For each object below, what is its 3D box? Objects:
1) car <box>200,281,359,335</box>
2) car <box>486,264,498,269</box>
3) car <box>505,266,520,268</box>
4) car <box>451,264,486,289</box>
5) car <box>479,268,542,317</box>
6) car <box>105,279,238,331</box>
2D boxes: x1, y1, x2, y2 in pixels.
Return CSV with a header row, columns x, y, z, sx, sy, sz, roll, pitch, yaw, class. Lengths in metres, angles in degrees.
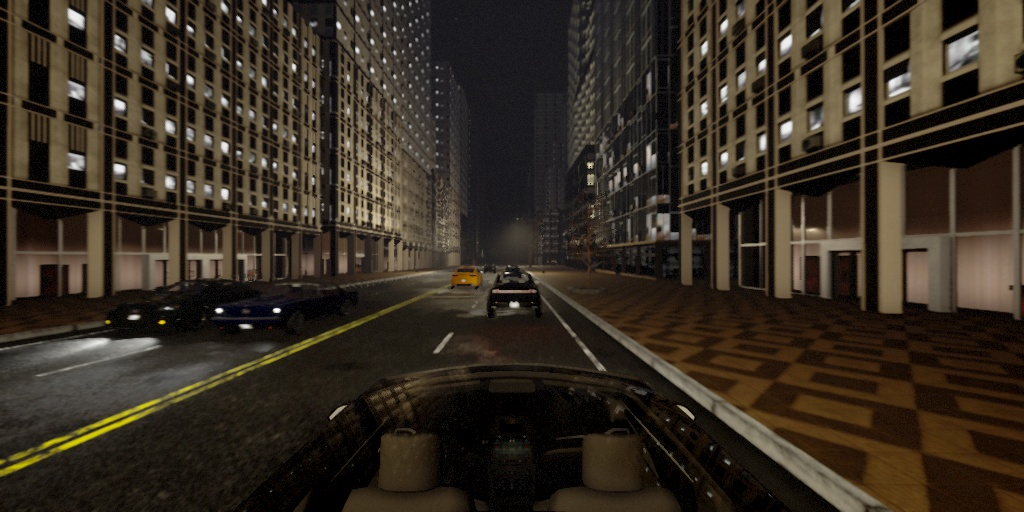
x,y,z,sx,sy,sz,roll,pitch,yaw,class
-6.609,1.465,11.114,1.895,1.301,4.718,0,-1,0,car
-3.219,1.864,52.789,1.837,1.490,4.892,0,-1,0,car
0.049,1.766,40.510,1.994,1.385,4.181,0,-1,0,car
-3.180,1.511,26.023,1.882,1.535,5.008,0,-1,0,car
0.081,1.379,13.876,2.128,1.511,4.902,0,-1,0,car
-9.857,1.436,11.345,1.994,1.385,4.181,0,-1,0,car
